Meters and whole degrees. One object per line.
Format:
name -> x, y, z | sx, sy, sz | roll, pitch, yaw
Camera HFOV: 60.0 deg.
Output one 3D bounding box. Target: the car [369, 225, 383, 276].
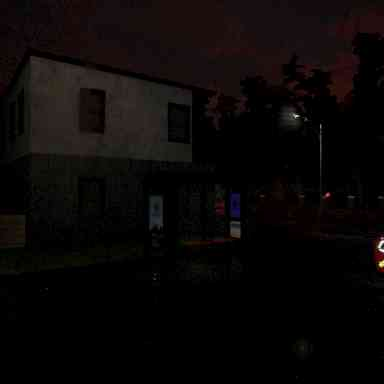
car -> 6.652, 1.352, 9.435 | 2.097, 1.767, 4.553 | -1, 0, 38
